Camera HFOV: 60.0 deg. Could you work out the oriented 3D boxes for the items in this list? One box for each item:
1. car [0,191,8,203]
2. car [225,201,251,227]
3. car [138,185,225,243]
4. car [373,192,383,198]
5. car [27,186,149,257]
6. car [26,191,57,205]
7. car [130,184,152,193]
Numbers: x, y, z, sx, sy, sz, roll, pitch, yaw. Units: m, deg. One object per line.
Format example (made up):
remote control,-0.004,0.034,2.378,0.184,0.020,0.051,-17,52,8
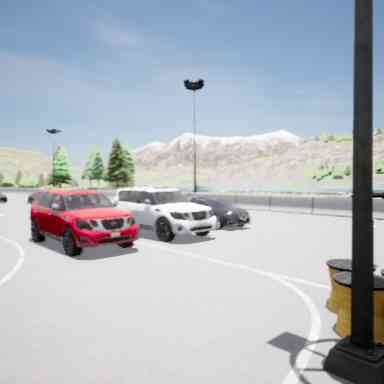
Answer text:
car,-22.831,0.577,38.490,2.033,1.411,5.357,-2,2,-41
car,0.804,0.979,17.136,1.837,1.490,4.892,-2,2,-42
car,-1.456,0.809,14.400,2.150,2.045,5.566,-2,2,-42
car,19.712,0.356,33.033,1.895,1.301,4.718,-2,2,-42
car,-4.167,0.909,12.179,2.150,2.045,5.566,-2,3,-42
car,-16.692,0.582,36.834,1.994,1.385,4.181,-2,2,-41
car,-10.204,-0.671,66.659,2.097,1.767,4.553,-2,2,-42
